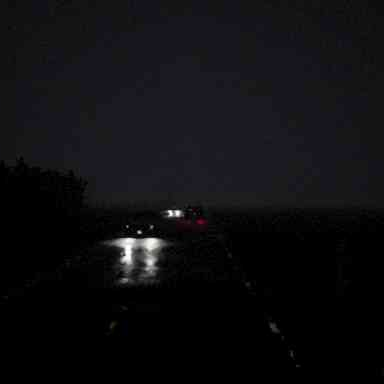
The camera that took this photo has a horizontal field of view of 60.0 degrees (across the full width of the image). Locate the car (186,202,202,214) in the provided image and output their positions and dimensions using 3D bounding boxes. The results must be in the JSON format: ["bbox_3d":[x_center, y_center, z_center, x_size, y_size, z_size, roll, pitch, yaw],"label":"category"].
[{"bbox_3d":[0.281,2.045,43.464,2.033,1.411,5.357,0,-1,1],"label":"car"}]

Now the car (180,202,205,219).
[{"bbox_3d":[0.244,1.862,32.923,2.128,1.511,4.902,0,-1,0],"label":"car"}]

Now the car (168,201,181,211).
[{"bbox_3d":[-2.608,2.078,50.752,2.128,1.511,4.902,0,-1,0],"label":"car"}]

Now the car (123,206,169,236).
[{"bbox_3d":[-2.756,1.771,20.181,2.033,1.411,5.357,0,-1,0],"label":"car"}]
